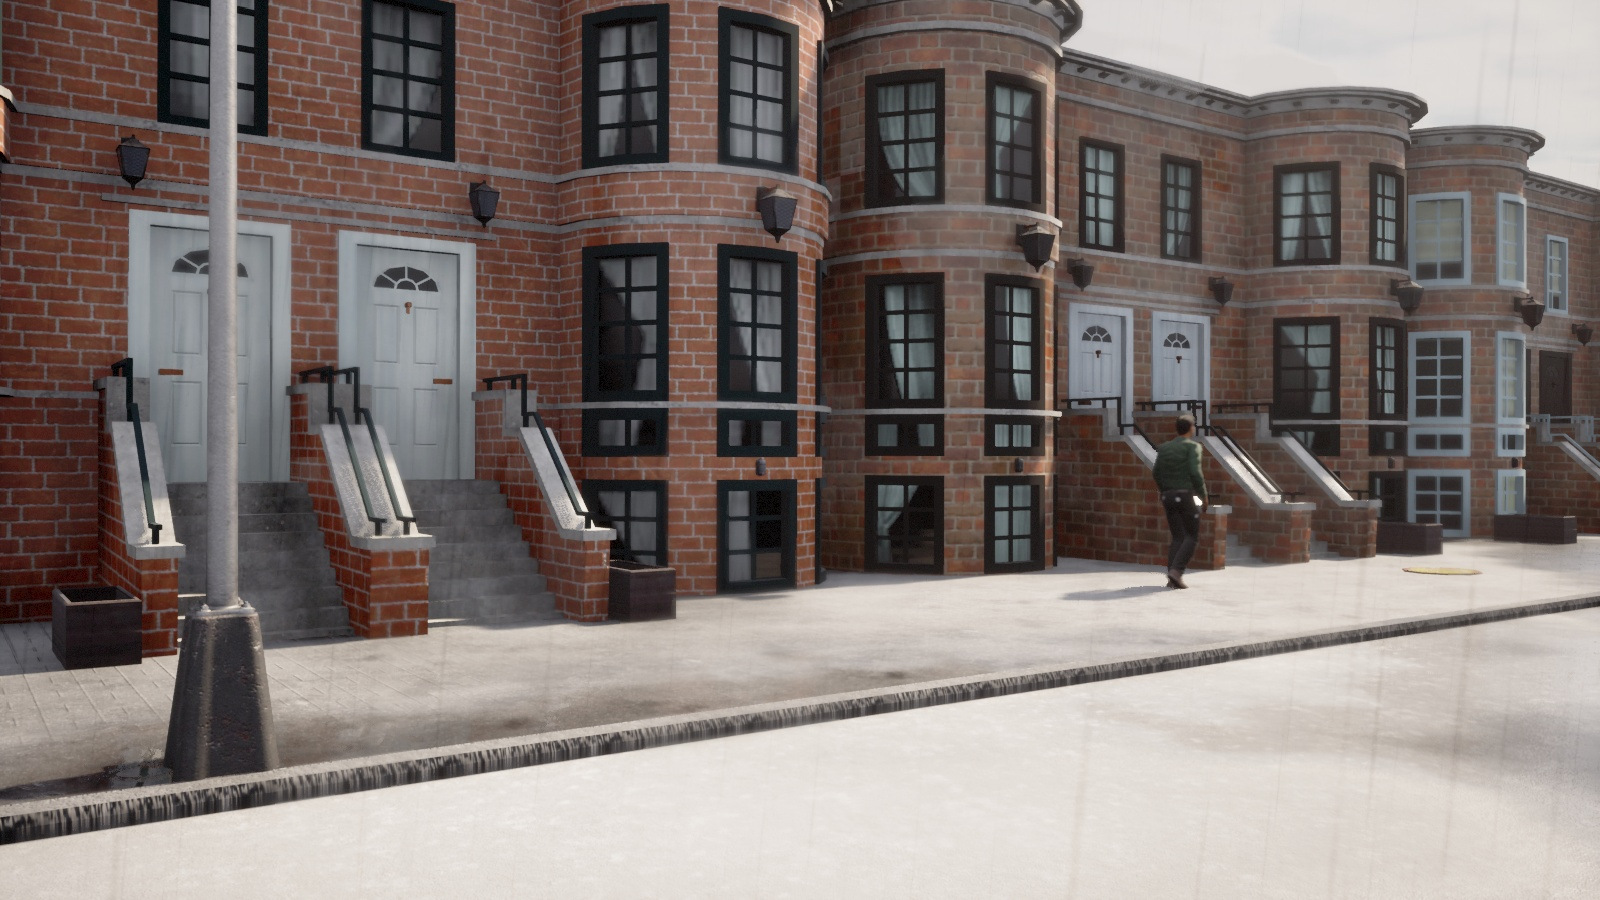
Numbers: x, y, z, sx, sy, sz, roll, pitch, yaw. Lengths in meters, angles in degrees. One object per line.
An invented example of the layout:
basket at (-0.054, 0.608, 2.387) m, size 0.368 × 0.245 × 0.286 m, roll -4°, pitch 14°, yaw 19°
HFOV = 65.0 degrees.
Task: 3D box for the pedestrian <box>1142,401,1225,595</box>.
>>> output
pedestrian at (3.974, 0.478, 13.018) m, size 0.788 × 1.949 × 0.423 m, roll 0°, pitch 0°, yaw -35°
